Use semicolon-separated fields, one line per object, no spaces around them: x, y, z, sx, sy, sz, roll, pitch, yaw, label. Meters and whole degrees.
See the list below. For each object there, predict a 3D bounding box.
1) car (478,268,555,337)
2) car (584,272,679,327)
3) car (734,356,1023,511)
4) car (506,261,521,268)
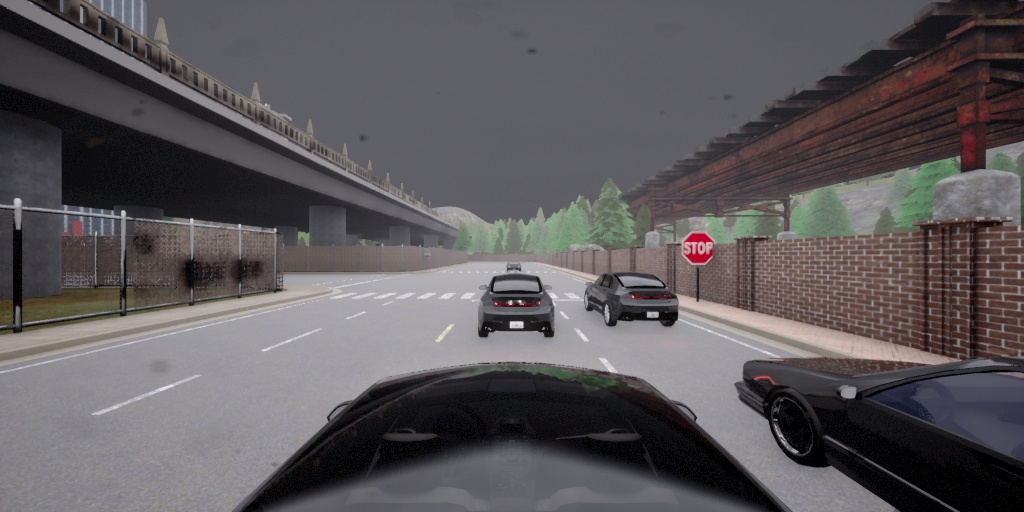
0.106;1.255;10.229;1.837;1.490;4.892;0;0;0;car
3.609;1.255;11.586;1.837;1.490;4.892;0;0;0;car
3.600;1.297;1.839;2.033;1.411;5.357;0;0;0;car
0.225;1.351;46.328;1.895;1.301;4.718;0;0;-1;car
